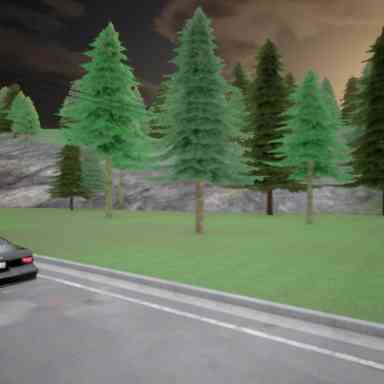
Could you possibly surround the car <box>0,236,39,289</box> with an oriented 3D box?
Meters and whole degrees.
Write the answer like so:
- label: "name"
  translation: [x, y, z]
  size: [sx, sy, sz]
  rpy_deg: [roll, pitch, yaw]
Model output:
- label: "car"
  translation: [-5.962, 1.538, 8.145]
  size: [5.357, 1.411, 2.033]
  rpy_deg: [0, 0, 35]
